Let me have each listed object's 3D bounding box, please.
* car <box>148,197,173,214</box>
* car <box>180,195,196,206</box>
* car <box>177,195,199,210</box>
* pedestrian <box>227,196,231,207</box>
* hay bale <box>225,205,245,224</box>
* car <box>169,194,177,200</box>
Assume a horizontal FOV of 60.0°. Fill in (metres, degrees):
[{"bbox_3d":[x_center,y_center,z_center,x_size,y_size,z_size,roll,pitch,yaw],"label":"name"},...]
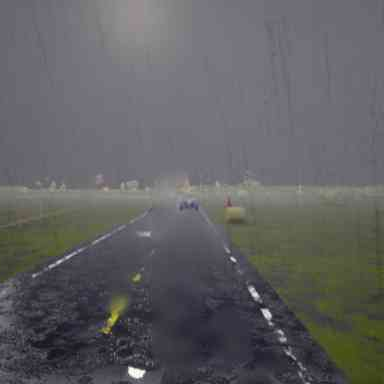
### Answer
[{"bbox_3d":[-3.131,1.425,32.369,1.895,1.301,4.718,0,0,-1],"label":"car"},{"bbox_3d":[-0.604,1.218,49.088,2.128,1.511,4.902,0,0,-1],"label":"car"},{"bbox_3d":[-0.326,1.139,38.623,2.097,1.767,4.553,0,0,-1],"label":"car"},{"bbox_3d":[2.665,1.164,24.211,0.375,1.860,0.375,0,1,1],"label":"pedestrian"},{"bbox_3d":[2.983,1.532,23.046,1.220,1.180,1.240,0,1,-1],"label":"hay bale"},{"bbox_3d":[-4.097,1.091,73.435,1.812,1.442,4.674,0,0,-2],"label":"car"}]
